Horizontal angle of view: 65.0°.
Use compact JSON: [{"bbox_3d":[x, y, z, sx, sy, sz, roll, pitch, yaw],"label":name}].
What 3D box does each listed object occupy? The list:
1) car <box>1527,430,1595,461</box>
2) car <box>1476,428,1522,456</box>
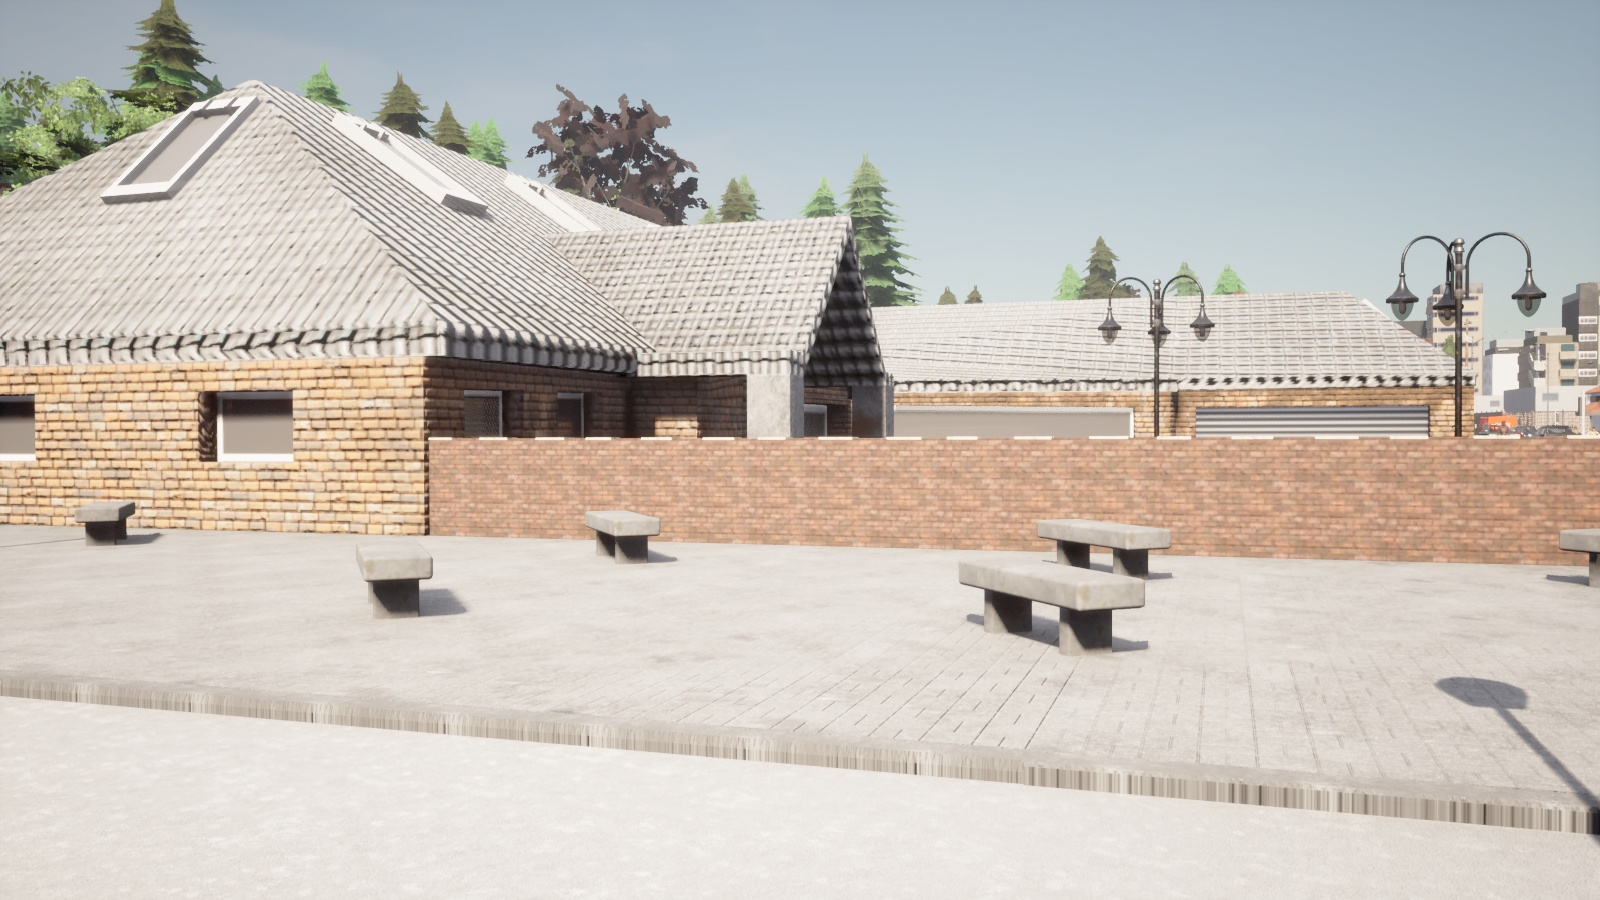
[{"bbox_3d":[42.318,-0.290,69.938,2.242,1.667,4.611,1,1,19],"label":"car"},{"bbox_3d":[47.662,-0.551,85.748,1.932,1.855,4.605,1,1,18],"label":"car"}]
